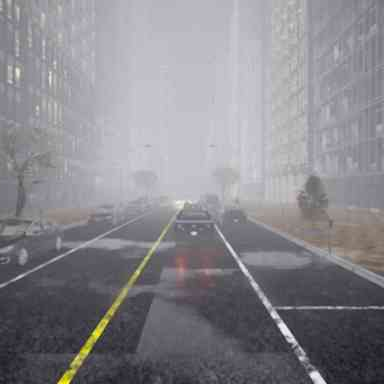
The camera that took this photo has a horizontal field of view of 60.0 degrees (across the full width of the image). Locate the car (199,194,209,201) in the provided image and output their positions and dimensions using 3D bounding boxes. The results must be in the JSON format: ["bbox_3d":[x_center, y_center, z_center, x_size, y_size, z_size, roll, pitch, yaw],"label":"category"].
[{"bbox_3d":[2.663,1.224,73.495,1.967,1.590,4.097,-1,0,0],"label":"car"}]

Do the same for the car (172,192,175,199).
[{"bbox_3d":[-5.720,1.188,84.861,1.967,1.590,4.097,-1,0,0],"label":"car"}]

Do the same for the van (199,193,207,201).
[{"bbox_3d":[2.660,1.107,79.178,1.690,1.788,3.998,-1,0,0],"label":"van"}]

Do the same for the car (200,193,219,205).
[{"bbox_3d":[2.669,1.184,45.077,2.192,1.841,5.009,-1,0,0],"label":"car"}]

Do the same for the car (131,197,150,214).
[{"bbox_3d":[-5.706,1.484,33.708,1.802,1.307,4.206,-1,0,0],"label":"car"}]

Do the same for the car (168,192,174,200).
[{"bbox_3d":[-5.716,1.334,73.494,2.008,1.369,4.403,-1,0,0],"label":"car"}]

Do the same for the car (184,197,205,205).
[{"bbox_3d":[0.094,1.501,34.410,1.895,1.301,4.718,0,0,0],"label":"car"}]

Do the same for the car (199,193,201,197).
[{"bbox_3d":[2.667,1.168,50.761,2.192,1.841,5.009,-1,0,0],"label":"car"}]

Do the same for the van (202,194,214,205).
[{"bbox_3d":[2.666,1.177,56.444,1.690,1.788,3.998,-1,0,0],"label":"van"}]

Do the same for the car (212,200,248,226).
[{"bbox_3d":[2.677,1.486,22.343,2.008,1.369,4.403,-1,0,0],"label":"car"}]

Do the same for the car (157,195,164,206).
[{"bbox_3d":[-5.711,1.378,50.589,1.752,1.417,4.829,-1,0,0],"label":"car"}]

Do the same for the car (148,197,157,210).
[{"bbox_3d":[-5.709,1.326,39.391,1.967,1.590,4.097,-1,0,0],"label":"car"}]

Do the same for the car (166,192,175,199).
[{"bbox_3d":[-5.723,1.045,90.544,2.192,1.841,5.009,-1,0,0],"label":"car"}]

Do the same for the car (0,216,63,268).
[{"bbox_3d":[-5.701,1.519,10.974,2.008,1.369,4.403,-1,0,0],"label":"car"}]

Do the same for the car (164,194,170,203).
[{"bbox_3d":[-5.714,1.384,62.127,1.947,1.339,4.313,-1,0,0],"label":"car"}]

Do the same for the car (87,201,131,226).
[{"bbox_3d":[-5.704,1.486,22.341,2.008,1.369,4.403,-1,0,0],"label":"car"}]

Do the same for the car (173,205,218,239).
[{"bbox_3d":[0.095,1.551,17.078,1.895,1.301,4.718,0,0,0],"label":"car"}]
